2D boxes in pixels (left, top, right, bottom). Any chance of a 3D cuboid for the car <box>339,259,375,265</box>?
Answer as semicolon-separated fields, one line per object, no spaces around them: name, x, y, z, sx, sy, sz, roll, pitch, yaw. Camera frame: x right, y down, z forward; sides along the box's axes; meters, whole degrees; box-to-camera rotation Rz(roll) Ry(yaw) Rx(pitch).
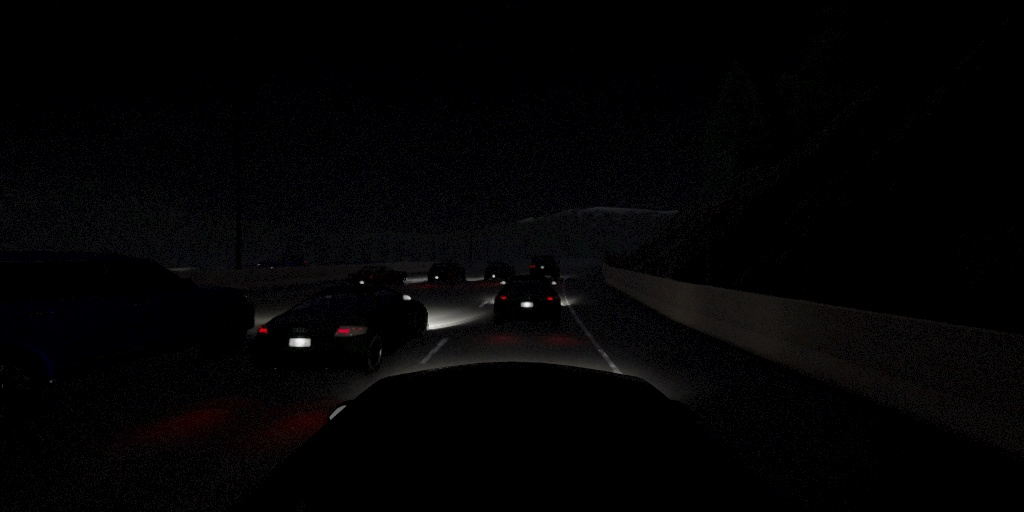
car;-19.093;1.163;45.657;2.128;1.511;4.902;0;0;14

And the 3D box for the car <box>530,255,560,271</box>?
car;2.827;0.959;30.306;2.150;2.045;5.566;0;0;10

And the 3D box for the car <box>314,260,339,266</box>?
car;-22.709;1.211;45.703;2.033;1.411;5.357;0;0;14

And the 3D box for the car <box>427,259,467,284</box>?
car;-4.802;1.225;27.033;1.837;1.490;4.892;0;0;9

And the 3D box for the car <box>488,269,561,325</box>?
car;0.545;1.308;11.857;1.994;1.385;4.181;0;0;4

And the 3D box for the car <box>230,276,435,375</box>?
car;-3.191;1.302;7.531;1.994;1.385;4.181;0;0;2

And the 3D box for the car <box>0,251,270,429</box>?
car;-6.789;0.952;5.515;2.150;2.045;5.566;0;0;1

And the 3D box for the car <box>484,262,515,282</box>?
car;-0.956;1.234;28.902;1.837;1.490;4.892;0;0;9

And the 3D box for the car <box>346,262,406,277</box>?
car;-8.808;1.314;23.931;1.895;1.301;4.718;0;0;8

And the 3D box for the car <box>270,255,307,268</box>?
car;-27.046;0.876;42.417;2.150;2.045;5.566;0;0;12
